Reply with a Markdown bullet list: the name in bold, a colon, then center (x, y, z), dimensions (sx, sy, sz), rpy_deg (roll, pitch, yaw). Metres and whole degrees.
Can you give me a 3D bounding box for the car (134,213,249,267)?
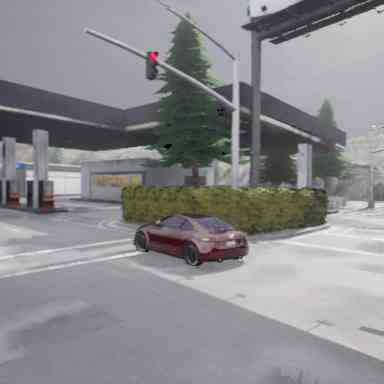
- **car**: center (-0.179, 1.375, 10.842), dimensions (1.994, 1.385, 4.181), rpy_deg (0, 1, -39)
